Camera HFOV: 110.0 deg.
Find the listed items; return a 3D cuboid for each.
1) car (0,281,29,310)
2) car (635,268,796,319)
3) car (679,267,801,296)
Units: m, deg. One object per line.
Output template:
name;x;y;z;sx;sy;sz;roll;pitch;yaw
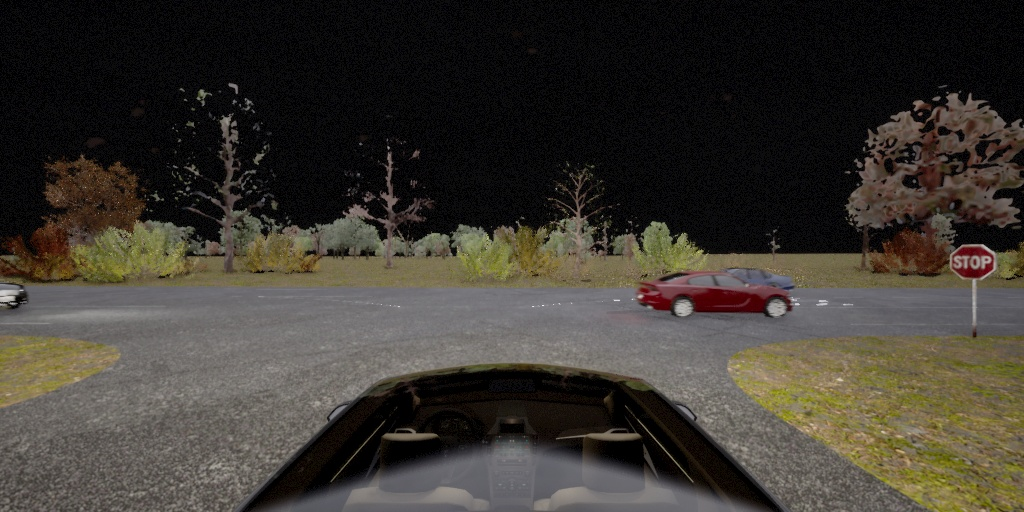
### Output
car;-19.496;1.175;12.038;4.902;1.511;2.128;0;0;-1
car;6.903;1.264;12.458;5.008;1.535;1.882;0;0;-1
car;12.288;1.351;19.568;5.357;1.411;2.033;0;0;-1
